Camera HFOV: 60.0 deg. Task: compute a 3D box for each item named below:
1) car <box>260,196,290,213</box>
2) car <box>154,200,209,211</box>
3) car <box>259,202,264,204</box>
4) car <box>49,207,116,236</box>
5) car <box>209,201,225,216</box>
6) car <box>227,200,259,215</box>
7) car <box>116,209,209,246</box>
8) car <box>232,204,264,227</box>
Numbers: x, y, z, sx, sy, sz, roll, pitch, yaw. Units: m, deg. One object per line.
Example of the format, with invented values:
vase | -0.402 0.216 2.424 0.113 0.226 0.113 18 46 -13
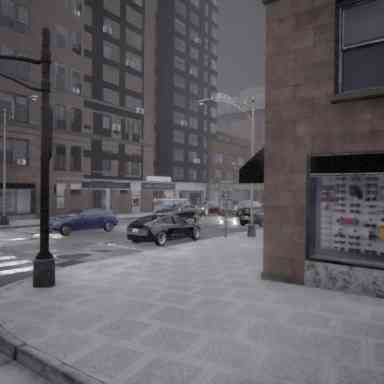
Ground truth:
car | 10.948 1.572 43.462 2.150 2.045 5.566 1 0 33
car | -1.058 1.670 26.916 2.128 1.511 4.902 1 0 36
car | 7.800 1.822 43.560 1.752 1.417 4.829 0 0 36
car | -6.431 1.633 19.483 1.812 1.442 4.674 1 0 38
car | 1.460 1.644 34.790 1.967 1.590 4.097 0 0 36
car | 4.815 1.612 35.018 2.097 1.767 4.553 1 0 36
car | -1.296 1.764 16.431 1.947 1.339 4.313 0 0 36
car | 5.145 1.849 25.340 1.947 1.339 4.313 0 0 36
